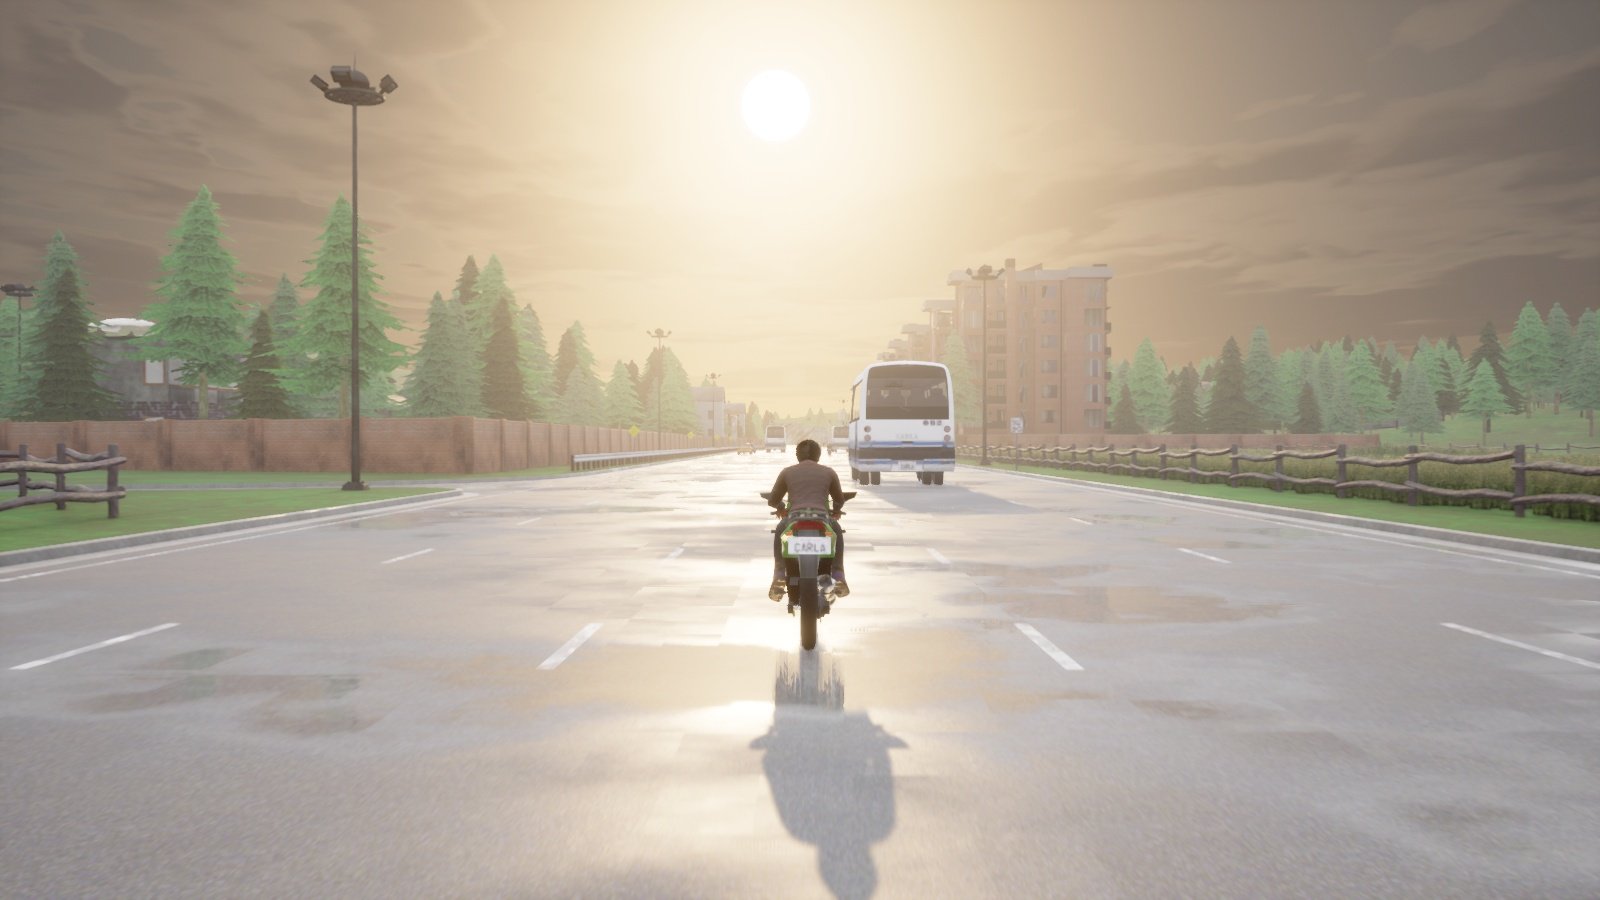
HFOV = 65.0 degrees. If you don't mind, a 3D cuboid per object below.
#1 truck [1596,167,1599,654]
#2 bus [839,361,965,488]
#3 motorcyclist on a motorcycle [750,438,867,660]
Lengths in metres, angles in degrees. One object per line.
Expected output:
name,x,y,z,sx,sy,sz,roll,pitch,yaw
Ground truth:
truck,7.075,-0.258,4.965,2.891,3.462,7.936,0,0,1
bus,3.588,-0.894,47.375,3.944,4.253,10.273,0,0,0
motorcyclist on a motorcycle,0.061,0.674,9.627,0.797,1.523,2.044,0,0,0
